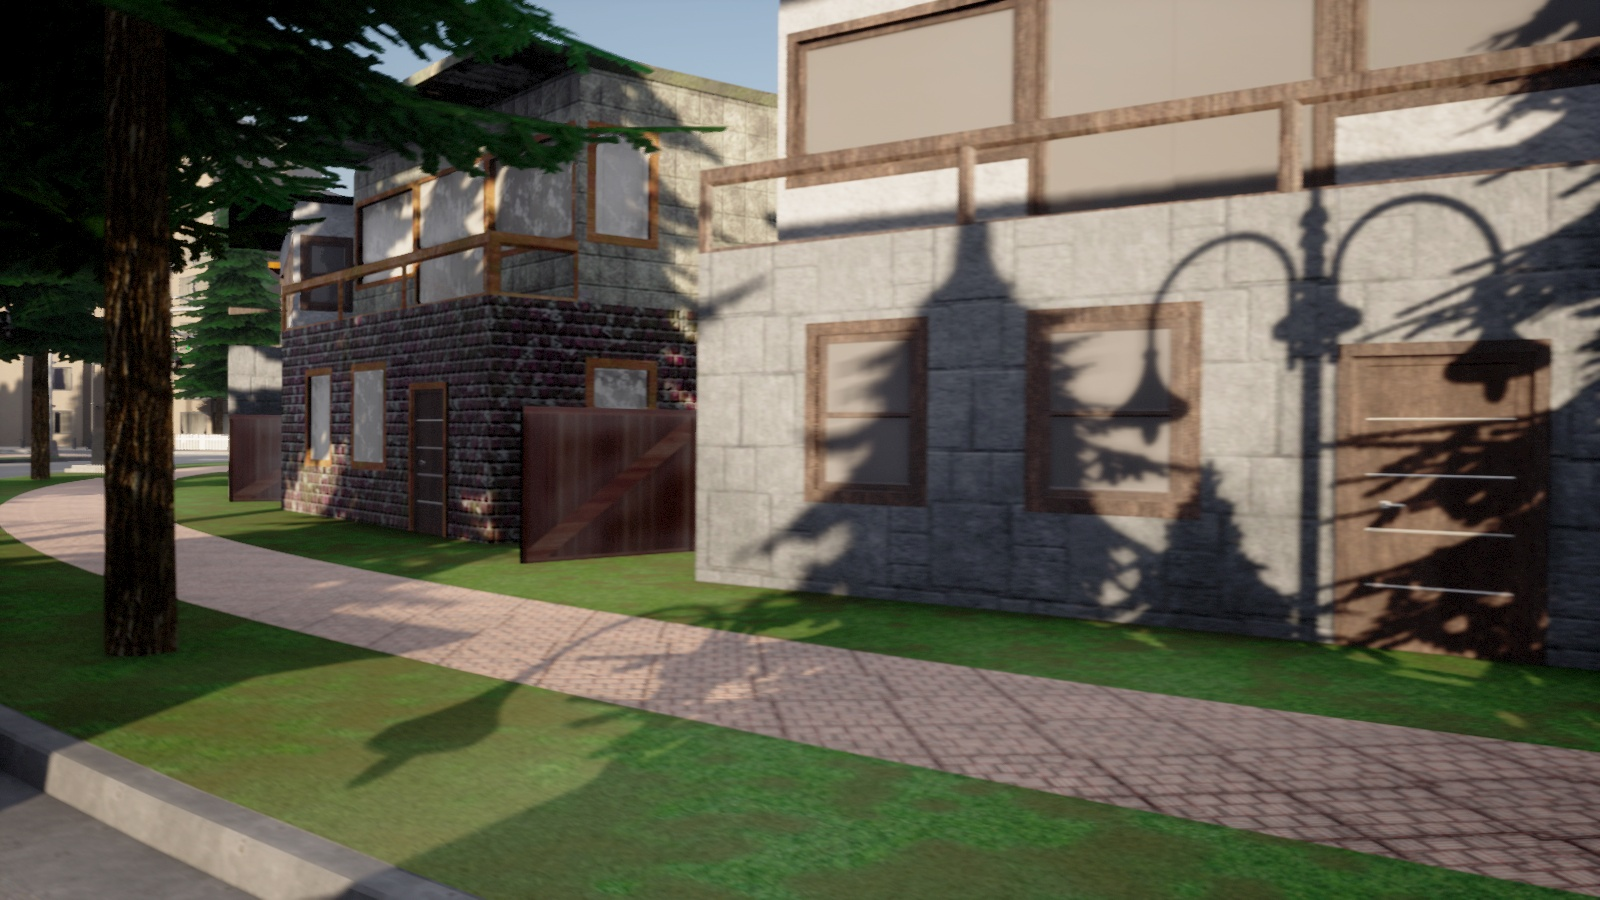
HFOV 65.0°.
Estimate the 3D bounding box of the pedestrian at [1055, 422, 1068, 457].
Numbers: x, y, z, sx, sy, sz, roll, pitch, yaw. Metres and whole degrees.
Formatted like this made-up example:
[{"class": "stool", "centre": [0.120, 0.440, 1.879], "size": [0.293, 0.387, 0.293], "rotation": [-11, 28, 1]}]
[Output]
[{"class": "pedestrian", "centre": [13.728, -0.548, 65.980], "size": [0.634, 1.846, 0.331], "rotation": [0, 1, 5]}]
